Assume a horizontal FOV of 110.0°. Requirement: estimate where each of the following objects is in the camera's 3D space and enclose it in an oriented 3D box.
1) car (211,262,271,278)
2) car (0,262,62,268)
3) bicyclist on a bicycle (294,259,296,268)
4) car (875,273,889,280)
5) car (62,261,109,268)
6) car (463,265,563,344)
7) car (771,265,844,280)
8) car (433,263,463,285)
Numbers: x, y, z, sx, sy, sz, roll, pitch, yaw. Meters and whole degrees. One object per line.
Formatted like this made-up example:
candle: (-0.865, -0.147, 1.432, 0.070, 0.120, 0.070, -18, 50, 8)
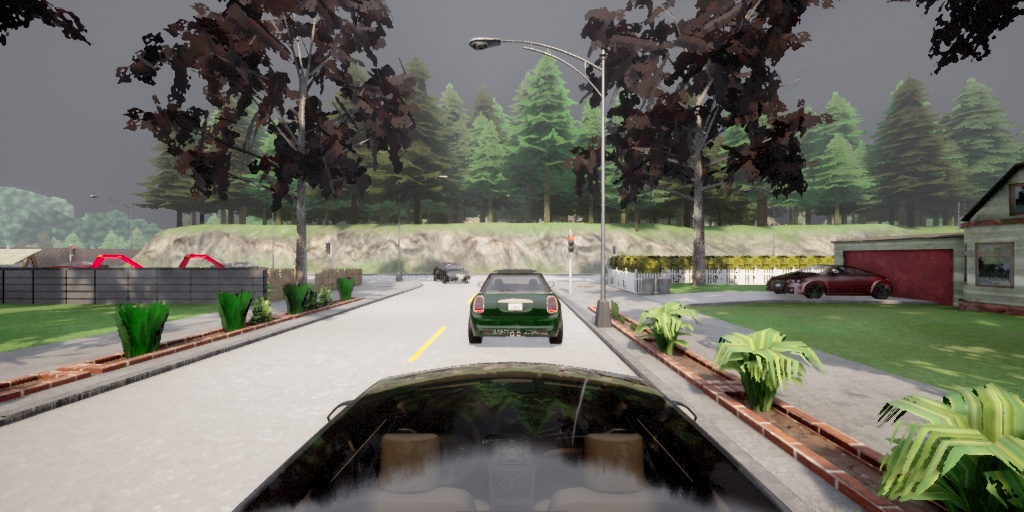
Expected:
car: (-23.393, 1.239, 31.134, 4.902, 1.511, 2.128, 0, 0, 1)
car: (-43.298, 1.227, 31.380, 5.008, 1.535, 1.882, 0, 0, 1)
bicyclist on a bicycle: (-23.712, 1.098, 39.535, 0.582, 1.620, 1.656, 0, 0, 1)
car: (38.792, 1.101, 34.721, 4.553, 1.767, 2.097, 0, 0, 0)
car: (-42.952, 1.227, 35.422, 5.008, 1.535, 1.882, 0, 0, 1)
car: (0.108, 1.102, 9.749, 2.097, 1.767, 4.553, 0, 0, 1)
car: (28.593, 1.227, 34.833, 5.008, 1.535, 1.882, 0, 0, 1)
car: (-4.475, 1.240, 26.386, 2.128, 1.511, 4.902, 1, 0, -25)
